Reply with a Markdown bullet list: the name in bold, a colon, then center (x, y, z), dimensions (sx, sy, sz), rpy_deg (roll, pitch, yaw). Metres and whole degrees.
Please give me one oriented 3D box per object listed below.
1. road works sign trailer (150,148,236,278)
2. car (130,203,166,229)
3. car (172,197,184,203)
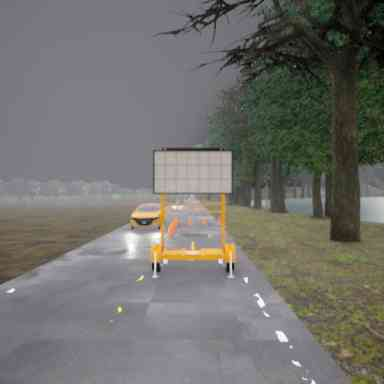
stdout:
- **road works sign trailer**: center (0.033, 0.467, 10.123), dimensions (2.380, 3.560, 2.880), rpy_deg (0, 0, 0)
- **car**: center (-2.777, 1.504, 21.818), dimensions (1.882, 1.535, 5.008), rpy_deg (0, 0, 0)
- **car**: center (-2.602, 1.723, 62.347), dimensions (2.128, 1.511, 4.902), rpy_deg (0, 0, 1)
